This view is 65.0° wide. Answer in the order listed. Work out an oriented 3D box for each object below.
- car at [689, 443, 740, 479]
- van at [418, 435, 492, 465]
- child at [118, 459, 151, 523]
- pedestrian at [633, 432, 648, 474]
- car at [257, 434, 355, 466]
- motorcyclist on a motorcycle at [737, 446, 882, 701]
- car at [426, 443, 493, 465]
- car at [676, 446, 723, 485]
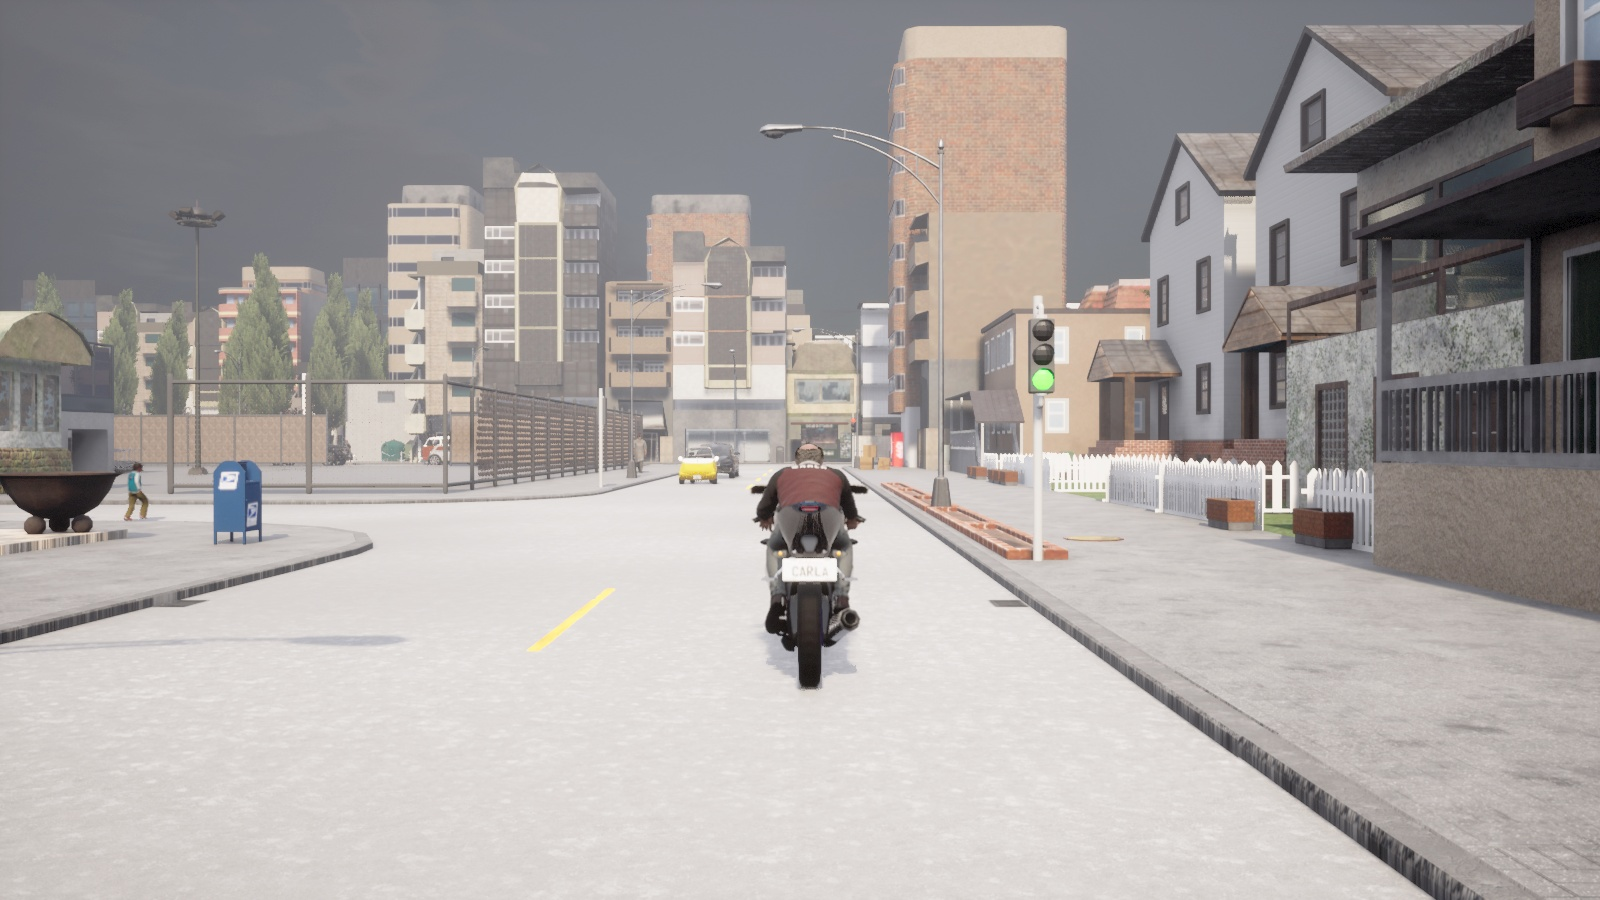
[{"bbox_3d":[-3.659,0.458,54.506,1.837,1.490,4.892,0,0,1],"label":"car"},{"bbox_3d":[-23.619,-0.013,86.152,4.480,2.038,2.069,-1,0,0],"label":"van"},{"bbox_3d":[-12.695,0.780,23.962,0.343,1.192,0.448,0,0,19],"label":"child"},{"bbox_3d":[-7.449,0.138,58.588,0.659,1.952,0.873,0,0,-8],"label":"pedestrian"},{"bbox_3d":[-32.277,0.001,82.209,5.566,2.045,2.150,0,0,1],"label":"car"},{"bbox_3d":[0.063,0.736,8.617,0.866,1.530,2.191,0,0,0],"label":"motorcyclist on a motorcycle"},{"bbox_3d":[-22.267,0.256,82.152,3.806,1.475,1.970,0,0,1],"label":"car"},{"bbox_3d":[-3.680,0.552,46.241,1.481,1.376,2.207,0,0,1],"label":"car"}]
